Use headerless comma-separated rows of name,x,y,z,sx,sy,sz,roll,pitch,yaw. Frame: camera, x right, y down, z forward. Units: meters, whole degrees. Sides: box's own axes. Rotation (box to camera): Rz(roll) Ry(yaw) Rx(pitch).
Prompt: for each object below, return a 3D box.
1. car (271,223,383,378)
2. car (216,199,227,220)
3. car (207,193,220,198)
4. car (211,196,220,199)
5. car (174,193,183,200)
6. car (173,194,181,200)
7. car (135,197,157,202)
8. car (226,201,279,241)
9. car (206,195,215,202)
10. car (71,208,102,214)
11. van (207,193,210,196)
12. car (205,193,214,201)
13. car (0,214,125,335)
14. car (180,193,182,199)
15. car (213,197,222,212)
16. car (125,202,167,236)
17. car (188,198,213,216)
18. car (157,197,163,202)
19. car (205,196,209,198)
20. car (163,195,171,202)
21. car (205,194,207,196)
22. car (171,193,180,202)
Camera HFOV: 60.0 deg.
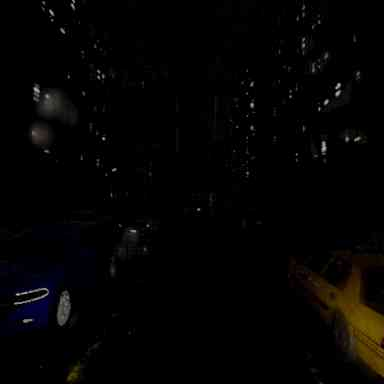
car,2.795,1.529,5.604,1.752,1.417,4.829,1,0,1
car,3.229,1.564,27.592,1.802,1.307,4.206,1,0,1
car,3.670,1.391,49.750,1.967,1.590,4.097,1,0,1
car,3.449,1.533,38.670,1.947,1.339,4.313,1,0,1
car,-3.830,1.169,94.179,2.192,1.841,5.009,1,0,1
car,-3.948,1.389,88.471,1.752,1.417,4.829,1,0,1
car,-5.040,1.494,33.245,1.887,1.381,4.507,1,0,1
car,3.013,1.434,16.513,1.967,1.590,4.097,1,0,1
car,4.216,1.453,77.449,1.887,1.381,4.507,1,0,1
car,-5.373,1.494,16.457,1.752,1.417,4.829,1,0,1
van,3.782,1.284,55.289,1.690,1.788,3.998,1,0,1
car,4.330,1.214,82.987,2.192,1.841,5.009,1,0,1
car,-2.981,1.462,7.072,1.882,1.535,5.008,0,0,1
car,-4.159,1.198,77.561,2.192,1.841,5.009,1,0,1
car,3.339,1.541,33.131,1.947,1.339,4.313,1,0,1
car,-2.747,1.521,18.645,2.033,1.411,5.357,0,0,1
car,0.677,1.533,31.888,1.994,1.385,4.181,0,0,1
car,-4.929,1.382,38.785,1.967,1.590,4.097,1,0,1
car,0.875,1.554,43.198,1.895,1.301,4.718,0,0,2
car,-4.712,1.470,49.864,1.887,1.381,4.507,1,0,1
car,3.999,1.367,66.369,1.967,1.590,4.097,1,0,1
car,-4.274,1.443,72.022,2.008,1.369,4.403,1,0,1
